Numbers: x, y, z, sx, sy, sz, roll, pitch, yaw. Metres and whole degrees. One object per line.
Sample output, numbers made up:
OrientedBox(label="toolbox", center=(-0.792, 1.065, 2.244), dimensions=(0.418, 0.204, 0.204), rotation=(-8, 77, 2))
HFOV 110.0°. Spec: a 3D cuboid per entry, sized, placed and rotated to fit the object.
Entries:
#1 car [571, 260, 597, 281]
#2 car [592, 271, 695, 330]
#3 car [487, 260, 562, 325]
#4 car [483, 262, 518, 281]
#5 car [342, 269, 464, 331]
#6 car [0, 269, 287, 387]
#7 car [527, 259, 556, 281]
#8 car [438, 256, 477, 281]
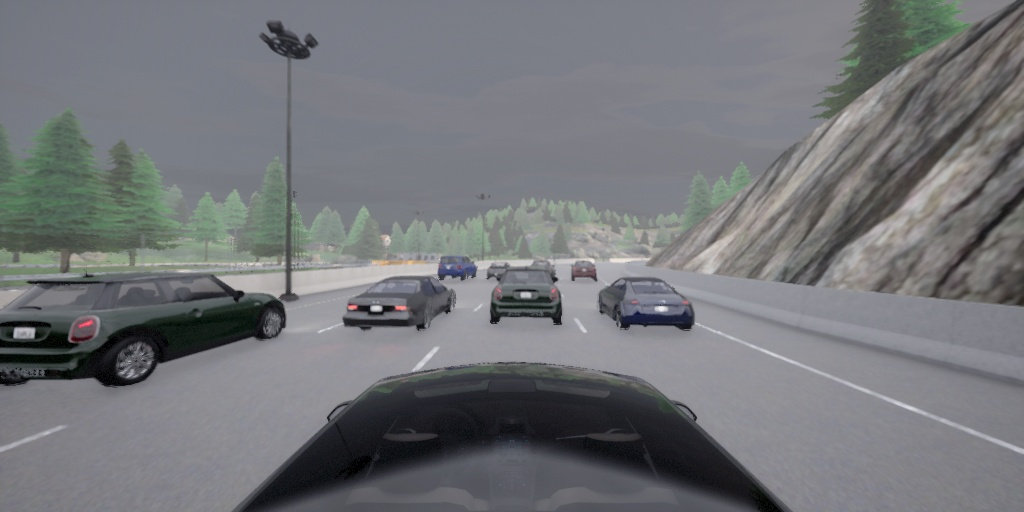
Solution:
OrientedBox(label="car", center=(6.212, 1.161, 31.260), dimensions=(2.097, 1.767, 4.553), rotation=(0, 0, 9))
OrientedBox(label="car", center=(3.957, 1.337, 11.235), dimensions=(1.994, 1.385, 4.181), rotation=(0, 0, 3))
OrientedBox(label="car", center=(0.513, 1.119, 12.166), dimensions=(2.097, 1.767, 4.553), rotation=(0, 0, 3))
OrientedBox(label="car", center=(-0.896, 1.285, 31.233), dimensions=(2.128, 1.511, 4.902), rotation=(0, 0, 9))
OrientedBox(label="car", center=(-3.103, 1.305, 11.052), dimensions=(2.033, 1.411, 5.357), rotation=(0, 0, 3))
OrientedBox(label="car", center=(-6.732, 1.096, 7.120), dimensions=(2.097, 1.767, 4.553), rotation=(0, 0, 2))
OrientedBox(label="car", center=(2.653, 1.153, 31.168), dimensions=(2.097, 1.767, 4.553), rotation=(0, 0, 9))
OrientedBox(label="car", center=(-4.557, 1.006, 30.586), dimensions=(2.150, 2.045, 5.566), rotation=(0, 0, 9))
